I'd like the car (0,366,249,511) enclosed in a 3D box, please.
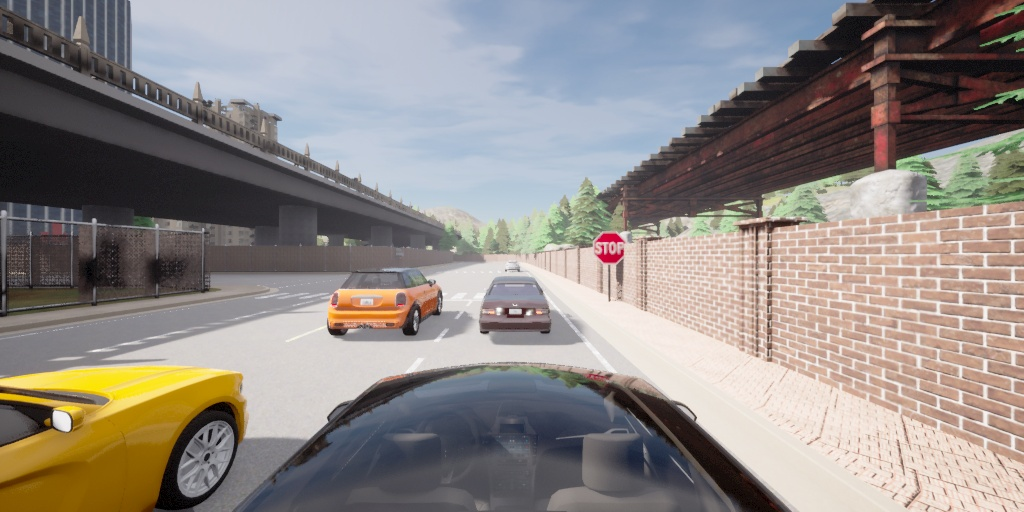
[{"bbox_3d":[-3.398,1.228,1.319,1.882,1.535,5.008,0,0,0],"label":"car"}]

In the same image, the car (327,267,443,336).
[{"bbox_3d":[-3.427,1.102,10.576,2.097,1.767,4.553,0,0,0],"label":"car"}]

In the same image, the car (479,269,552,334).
[{"bbox_3d":[0.074,1.297,10.600,2.033,1.411,5.357,0,0,0],"label":"car"}]

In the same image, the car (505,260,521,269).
[{"bbox_3d":[0.052,1.276,46.314,1.812,1.442,4.674,0,0,-1],"label":"car"}]
